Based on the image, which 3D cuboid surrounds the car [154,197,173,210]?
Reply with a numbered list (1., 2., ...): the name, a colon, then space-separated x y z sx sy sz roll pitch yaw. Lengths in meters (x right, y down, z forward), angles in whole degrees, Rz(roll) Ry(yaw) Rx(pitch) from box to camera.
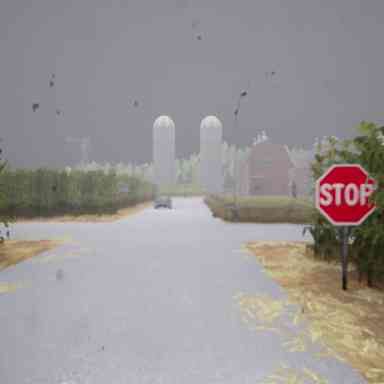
1. car: -3.109 1.224 37.209 2.033 1.411 5.357 0 1 0
